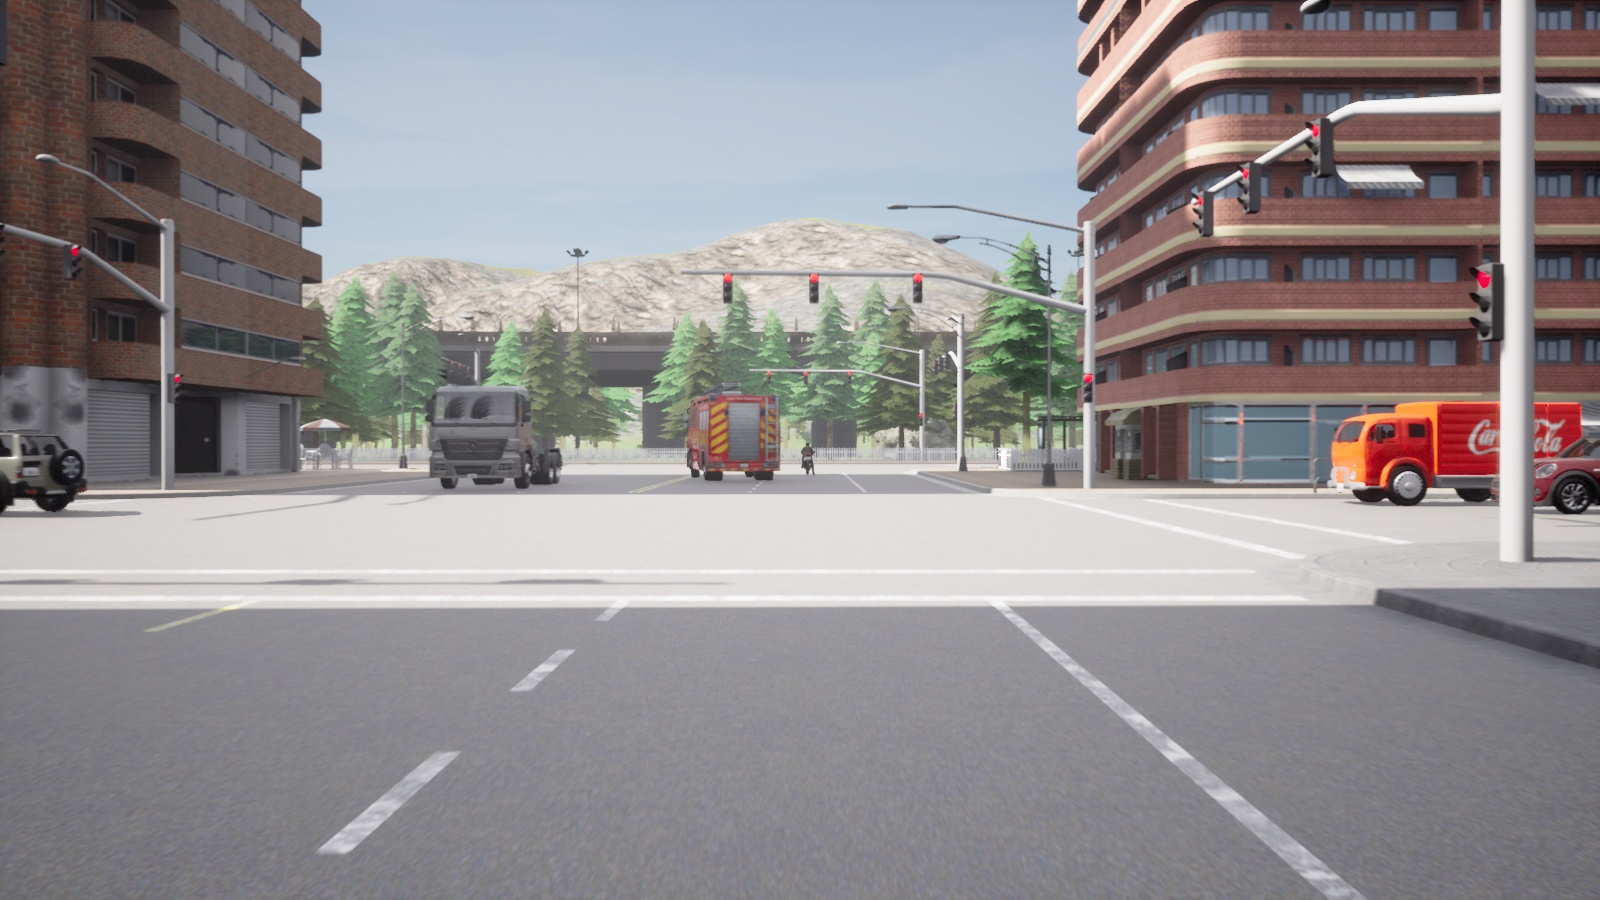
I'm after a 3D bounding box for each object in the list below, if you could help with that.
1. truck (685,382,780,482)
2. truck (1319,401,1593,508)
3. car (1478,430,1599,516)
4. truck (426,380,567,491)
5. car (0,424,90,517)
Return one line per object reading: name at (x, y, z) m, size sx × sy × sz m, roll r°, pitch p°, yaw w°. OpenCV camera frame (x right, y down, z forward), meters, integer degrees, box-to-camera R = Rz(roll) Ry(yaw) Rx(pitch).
truck at (-2.960, -0.718, 52.587) m, size 2.891 × 3.827 × 8.468 m, roll 0°, pitch 0°, yaw -11°
truck at (15.626, 0.102, 30.204) m, size 5.204 × 2.467 × 2.627 m, roll 0°, pitch 0°, yaw 0°
car at (17.275, 0.468, 26.706) m, size 4.553 × 1.767 × 2.097 m, roll 0°, pitch 0°, yaw 0°
truck at (-10.235, -0.487, 43.213) m, size 2.891 × 3.462 × 7.936 m, roll 0°, pitch 0°, yaw 0°
car at (-17.716, 0.400, 26.472) m, size 4.605 × 1.855 × 1.932 m, roll 0°, pitch 0°, yaw 11°
